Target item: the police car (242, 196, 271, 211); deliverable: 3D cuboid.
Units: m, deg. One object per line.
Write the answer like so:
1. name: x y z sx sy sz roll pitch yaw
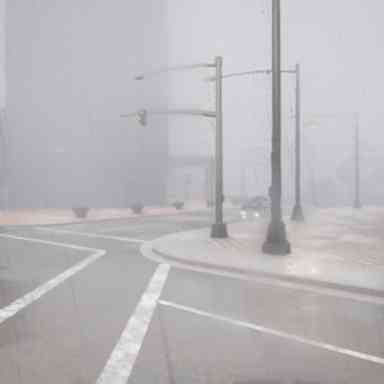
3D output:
1. police car: 7.270 1.221 36.770 2.038 1.542 4.974 0 1 38
